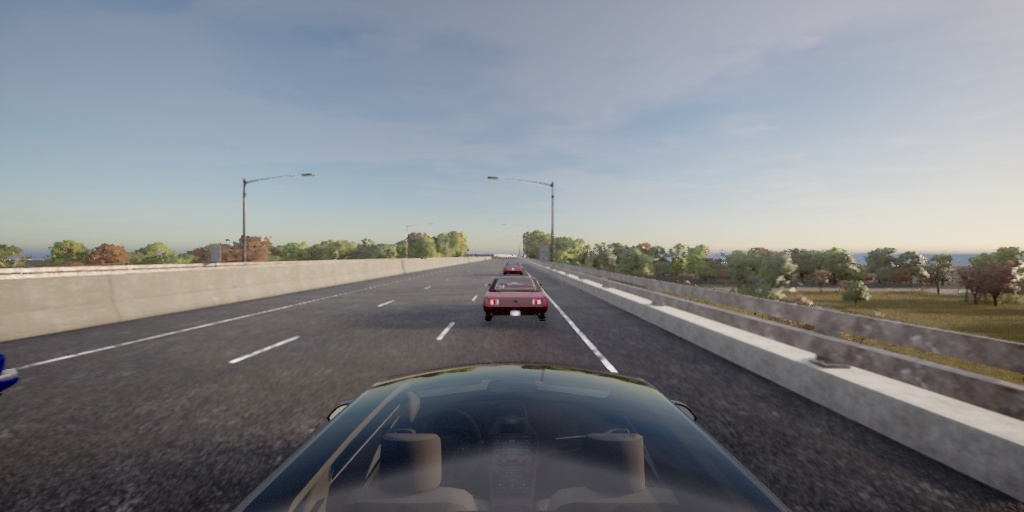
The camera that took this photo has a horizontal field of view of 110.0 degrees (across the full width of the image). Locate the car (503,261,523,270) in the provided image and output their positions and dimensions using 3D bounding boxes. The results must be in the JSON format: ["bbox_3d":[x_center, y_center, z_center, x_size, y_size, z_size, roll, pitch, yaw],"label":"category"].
[{"bbox_3d":[0.107,1.261,37.917,1.994,1.385,4.181,0,0,0],"label":"car"}]

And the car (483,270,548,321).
[{"bbox_3d":[0.102,1.335,12.401,1.895,1.301,4.718,0,0,0],"label":"car"}]

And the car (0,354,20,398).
[{"bbox_3d":[-6.900,1.350,2.134,1.895,1.301,4.718,0,0,0],"label":"car"}]
